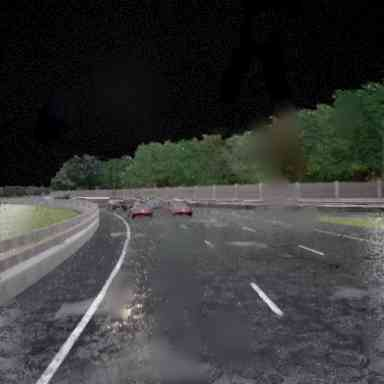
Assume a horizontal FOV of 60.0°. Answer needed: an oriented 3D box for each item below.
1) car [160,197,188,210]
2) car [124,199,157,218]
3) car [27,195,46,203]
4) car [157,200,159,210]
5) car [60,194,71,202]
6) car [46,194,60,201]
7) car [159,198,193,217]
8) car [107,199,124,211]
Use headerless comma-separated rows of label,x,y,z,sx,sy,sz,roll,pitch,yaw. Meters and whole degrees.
car,-2.466,1.519,44.089,1.882,1.535,5.008,-1,0,-25
car,-4.863,1.629,30.877,1.994,1.385,4.181,-1,0,-18
car,-37.304,1.671,78.810,4.553,1.767,2.097,-1,0,39
car,-5.215,1.620,41.716,2.033,1.411,5.357,-1,0,-25
car,-32.618,1.488,84.047,5.566,2.045,2.150,-1,0,42
car,-35.087,1.813,81.519,4.674,1.442,1.812,-1,0,39
car,-1.428,1.590,31.628,1.994,1.385,4.181,-1,0,-20
car,-9.908,1.633,43.499,1.837,1.490,4.892,-1,0,-25
